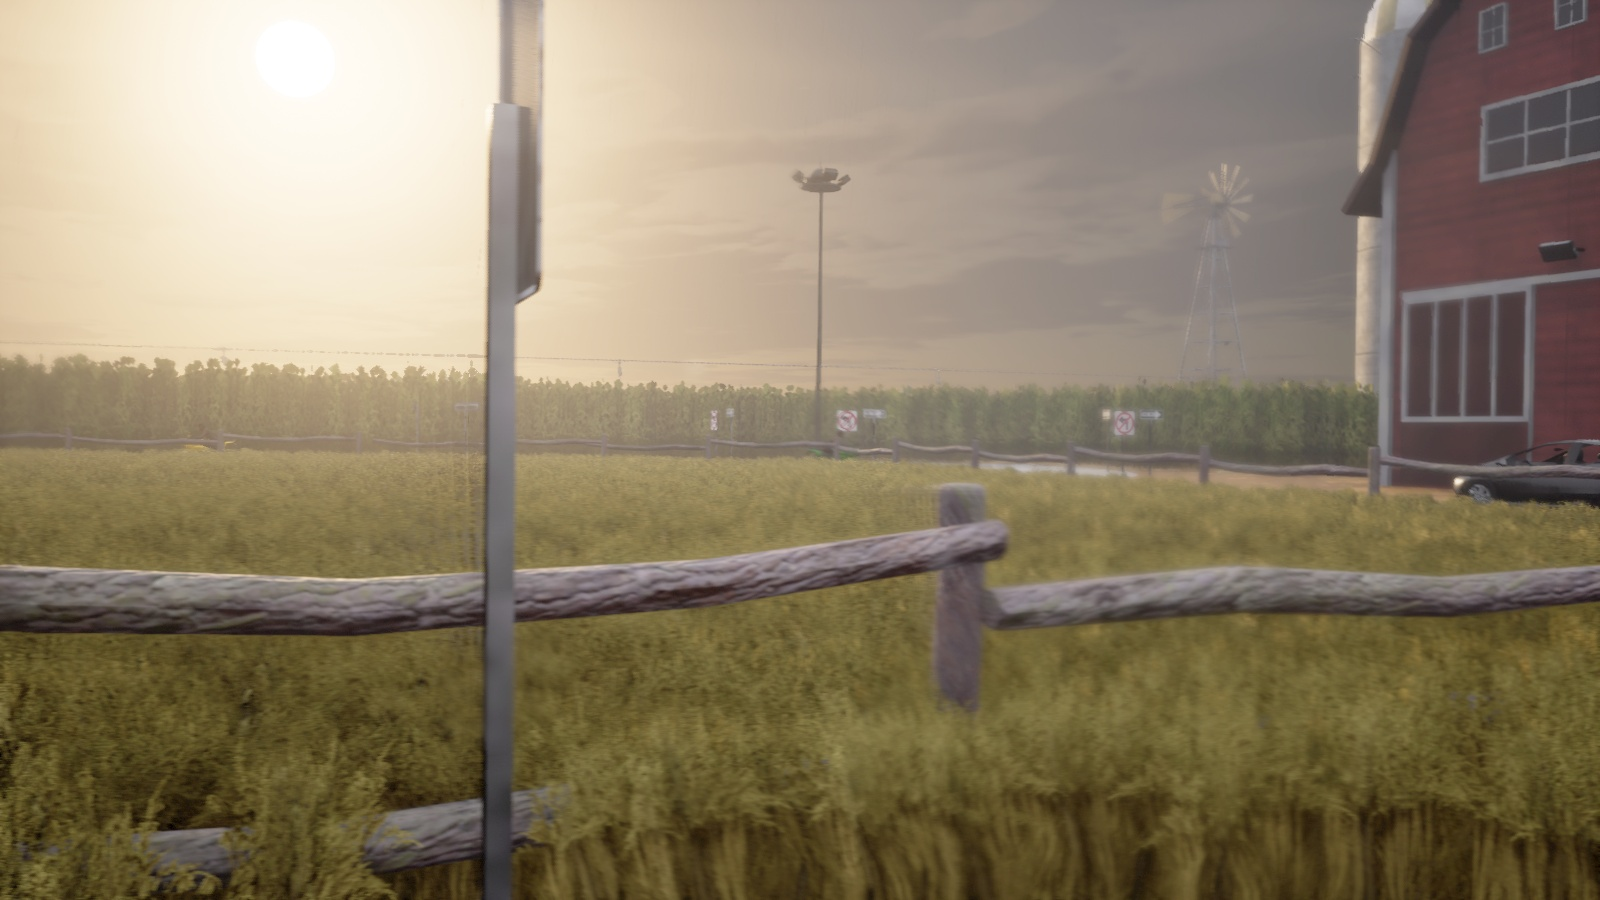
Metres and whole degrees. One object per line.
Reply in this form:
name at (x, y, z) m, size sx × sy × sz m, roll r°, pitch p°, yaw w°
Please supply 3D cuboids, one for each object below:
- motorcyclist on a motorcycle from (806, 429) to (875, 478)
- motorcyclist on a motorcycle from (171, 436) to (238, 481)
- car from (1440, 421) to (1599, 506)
motorcyclist on a motorcycle at (1.289, 0.120, 40.228) m, size 2.044 × 1.523 × 0.797 m, roll 0°, pitch 3°, yaw 16°
motorcyclist on a motorcycle at (-20.842, 0.278, 44.020) m, size 2.044 × 1.523 × 0.797 m, roll -1°, pitch 1°, yaw -21°
car at (14.737, 0.211, 23.682) m, size 2.007 × 1.525 × 4.514 m, roll -1°, pitch 1°, yaw -24°
